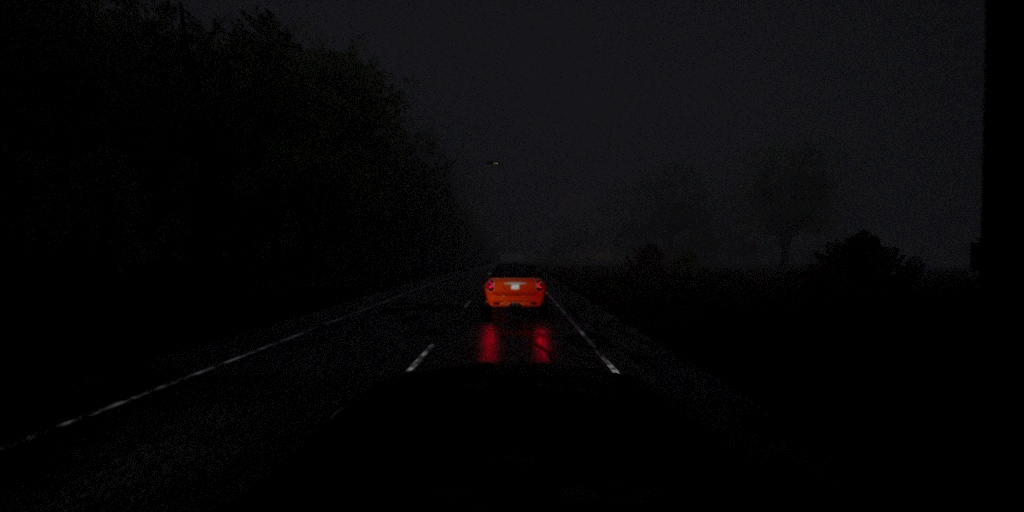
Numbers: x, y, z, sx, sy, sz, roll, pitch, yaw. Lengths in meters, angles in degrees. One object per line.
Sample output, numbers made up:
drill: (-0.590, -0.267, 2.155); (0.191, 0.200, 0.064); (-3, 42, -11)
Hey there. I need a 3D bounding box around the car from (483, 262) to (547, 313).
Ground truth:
car: (0.105, 0.994, 13.615); (2.097, 1.767, 4.553); (0, 1, 0)
